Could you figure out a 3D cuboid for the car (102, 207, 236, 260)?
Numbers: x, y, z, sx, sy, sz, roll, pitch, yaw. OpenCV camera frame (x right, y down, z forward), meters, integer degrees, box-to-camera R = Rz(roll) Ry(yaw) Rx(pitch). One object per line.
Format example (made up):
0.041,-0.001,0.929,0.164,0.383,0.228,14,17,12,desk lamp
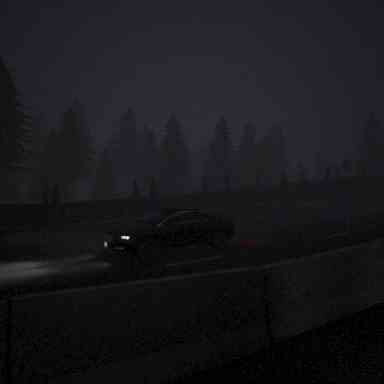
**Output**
-0.674,1.331,11.867,4.902,1.511,2.128,-2,1,-33,car
